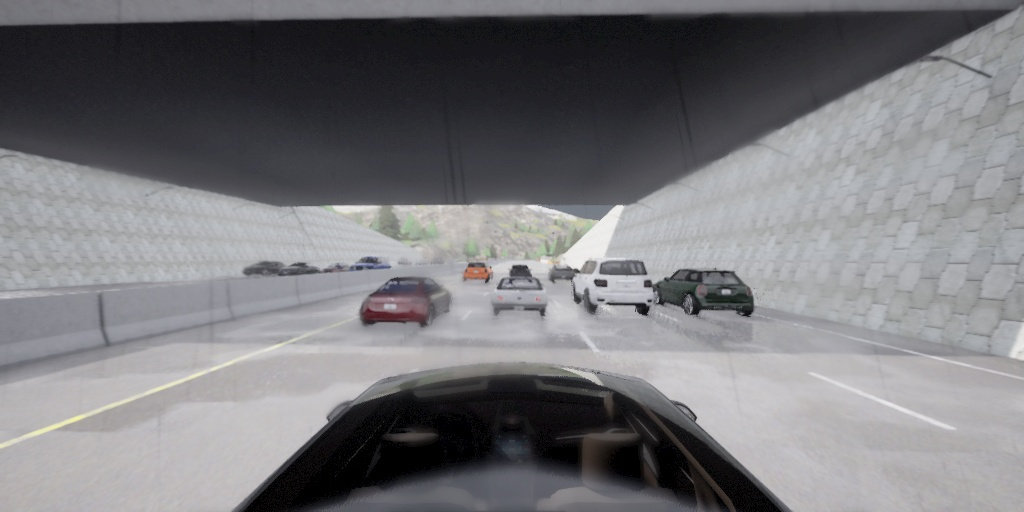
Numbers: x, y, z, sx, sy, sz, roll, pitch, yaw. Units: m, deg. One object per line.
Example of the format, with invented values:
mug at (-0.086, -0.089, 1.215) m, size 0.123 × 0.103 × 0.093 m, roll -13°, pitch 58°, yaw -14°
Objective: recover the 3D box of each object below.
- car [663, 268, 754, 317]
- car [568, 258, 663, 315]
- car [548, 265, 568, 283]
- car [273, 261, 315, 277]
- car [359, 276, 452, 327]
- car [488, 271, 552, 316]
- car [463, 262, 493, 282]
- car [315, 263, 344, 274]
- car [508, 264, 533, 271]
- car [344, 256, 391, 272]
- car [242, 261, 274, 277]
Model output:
car at (7.316, 1.254, 14.273) m, size 2.097 × 1.767 × 4.553 m, roll 1°, pitch 0°, yaw 1°
car at (3.823, 1.092, 14.485) m, size 2.150 × 2.045 × 5.566 m, roll 1°, pitch 0°, yaw 1°
car at (4.184, 1.470, 30.760) m, size 2.128 × 1.511 × 4.902 m, roll 1°, pitch 0°, yaw 1°
car at (-20.418, 1.290, 34.741) m, size 1.812 × 1.442 × 4.674 m, roll 1°, pitch 0°, yaw 1°
car at (-3.251, 1.348, 11.720) m, size 1.994 × 1.385 × 4.181 m, roll 1°, pitch 0°, yaw 1°
car at (0.304, 1.432, 13.855) m, size 1.895 × 1.301 × 4.718 m, roll 1°, pitch 0°, yaw 1°
car at (-2.820, 1.262, 30.648) m, size 2.097 × 1.767 × 4.553 m, roll 1°, pitch 0°, yaw 1°
car at (-16.910, 1.365, 35.111) m, size 1.994 × 1.385 × 4.181 m, roll 1°, pitch 0°, yaw 1°
car at (0.685, 1.451, 30.861) m, size 1.837 × 1.490 × 4.892 m, roll 1°, pitch 0°, yaw 1°
car at (-13.428, 1.050, 34.317) m, size 2.150 × 2.045 × 5.566 m, roll 1°, pitch 0°, yaw 1°
car at (-23.907, 1.240, 35.106) m, size 1.837 × 1.490 × 4.892 m, roll 1°, pitch -1°, yaw 1°
